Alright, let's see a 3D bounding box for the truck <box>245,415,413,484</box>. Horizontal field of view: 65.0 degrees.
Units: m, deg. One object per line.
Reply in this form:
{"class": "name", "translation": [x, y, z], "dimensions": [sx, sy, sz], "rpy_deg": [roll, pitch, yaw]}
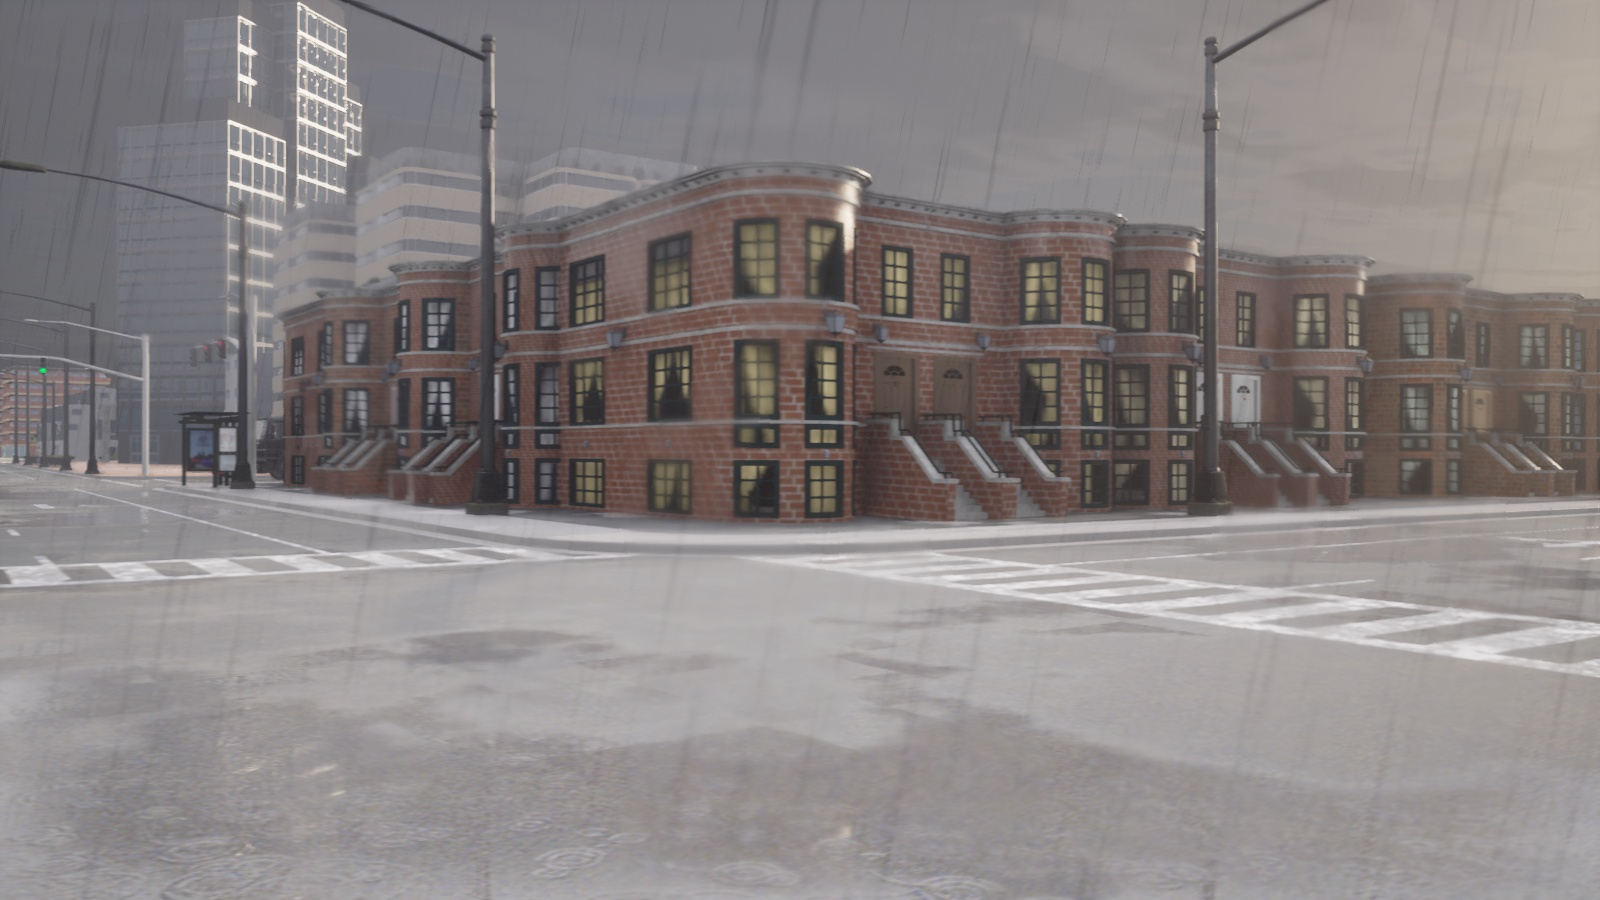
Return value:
{"class": "truck", "translation": [-25.044, -0.020, 66.986], "dimensions": [7.936, 3.462, 2.891], "rpy_deg": [0, 0, -35]}
